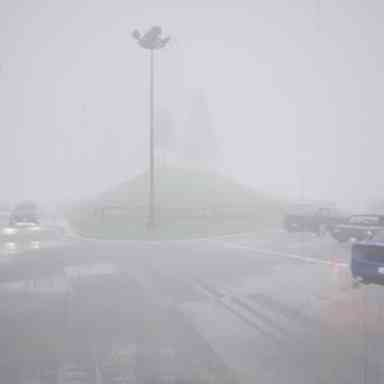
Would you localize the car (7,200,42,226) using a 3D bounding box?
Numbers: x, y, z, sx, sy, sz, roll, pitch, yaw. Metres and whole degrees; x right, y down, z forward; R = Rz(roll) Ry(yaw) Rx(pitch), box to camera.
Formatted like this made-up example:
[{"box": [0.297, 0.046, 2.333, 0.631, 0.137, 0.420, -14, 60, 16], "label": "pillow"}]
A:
[{"box": [-12.391, 1.632, 24.803, 1.837, 1.490, 4.892, 0, 0, -25], "label": "car"}]

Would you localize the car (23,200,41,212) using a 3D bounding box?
[{"box": [-20.899, 1.766, 43.512, 2.033, 1.411, 5.357, 0, 0, -25], "label": "car"}]

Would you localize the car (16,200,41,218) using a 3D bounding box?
[{"box": [-16.554, 1.663, 33.899, 2.128, 1.511, 4.902, 0, 0, -24], "label": "car"}]

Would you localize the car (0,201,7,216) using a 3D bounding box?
[{"box": [-19.789, 1.666, 32.536, 2.128, 1.511, 4.902, 0, 0, -25], "label": "car"}]

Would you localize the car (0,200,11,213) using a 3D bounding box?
[{"box": [-23.886, 1.783, 41.579, 1.994, 1.385, 4.181, 0, 0, -24], "label": "car"}]

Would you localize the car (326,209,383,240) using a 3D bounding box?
[{"box": [8.192, 1.639, 14.976, 4.718, 1.301, 1.895, 0, 0, -42], "label": "car"}]

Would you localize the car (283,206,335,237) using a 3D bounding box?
[{"box": [7.116, 1.533, 18.744, 5.008, 1.535, 1.882, 0, 0, -42], "label": "car"}]

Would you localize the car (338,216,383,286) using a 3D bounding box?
[{"box": [5.964, 1.497, 8.533, 5.008, 1.535, 1.882, 0, 0, -39], "label": "car"}]

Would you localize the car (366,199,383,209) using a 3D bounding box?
[{"box": [22.194, 1.590, 39.814, 2.128, 1.511, 4.902, 0, 0, 19], "label": "car"}]
